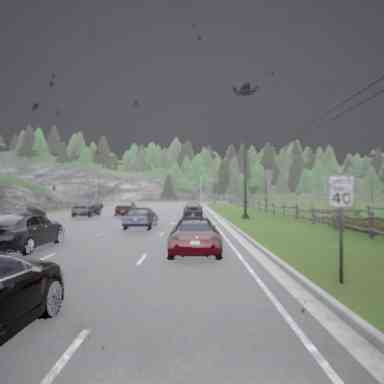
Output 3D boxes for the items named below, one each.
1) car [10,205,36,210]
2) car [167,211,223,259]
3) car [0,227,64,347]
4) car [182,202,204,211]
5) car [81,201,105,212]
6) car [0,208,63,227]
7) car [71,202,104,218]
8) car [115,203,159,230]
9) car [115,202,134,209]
[{"bbox_3d":[-13.901,1.804,27.767,1.994,1.385,4.181,0,-1,0],"label":"car"},{"bbox_3d":[0.105,1.677,13.077,1.994,1.385,4.181,0,0,0],"label":"car"},{"bbox_3d":[-3.396,1.534,4.581,2.128,1.511,4.902,0,0,0],"label":"car"},{"bbox_3d":[0.108,1.786,32.624,1.837,1.490,4.892,0,0,0],"label":"car"},{"bbox_3d":[-13.886,2.004,46.854,1.895,1.301,4.718,0,0,0],"label":"car"},{"bbox_3d":[-6.895,1.626,13.686,1.837,1.490,4.892,0,0,0],"label":"car"},{"bbox_3d":[-10.392,1.777,33.024,2.128,1.511,4.902,0,0,0],"label":"car"},{"bbox_3d":[-3.420,1.742,22.602,2.033,1.411,5.357,0,0,0],"label":"car"},{"bbox_3d":[-6.890,1.784,35.670,1.882,1.535,5.008,0,-1,0],"label":"car"}]
